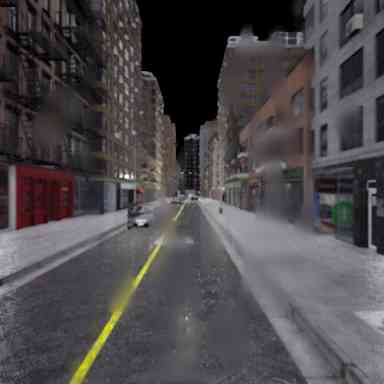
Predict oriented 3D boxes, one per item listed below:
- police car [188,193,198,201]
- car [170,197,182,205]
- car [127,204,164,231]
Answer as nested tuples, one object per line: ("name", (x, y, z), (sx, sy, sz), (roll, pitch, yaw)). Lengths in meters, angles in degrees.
("police car", (0.662, 1.583, 86.650), (1.930, 1.638, 5.238), (0, 0, 0))
("car", (-2.901, 1.696, 62.033), (1.994, 1.385, 4.181), (0, 0, 0))
("car", (-2.888, 1.546, 21.186), (2.128, 1.511, 4.902), (0, 0, 0))
